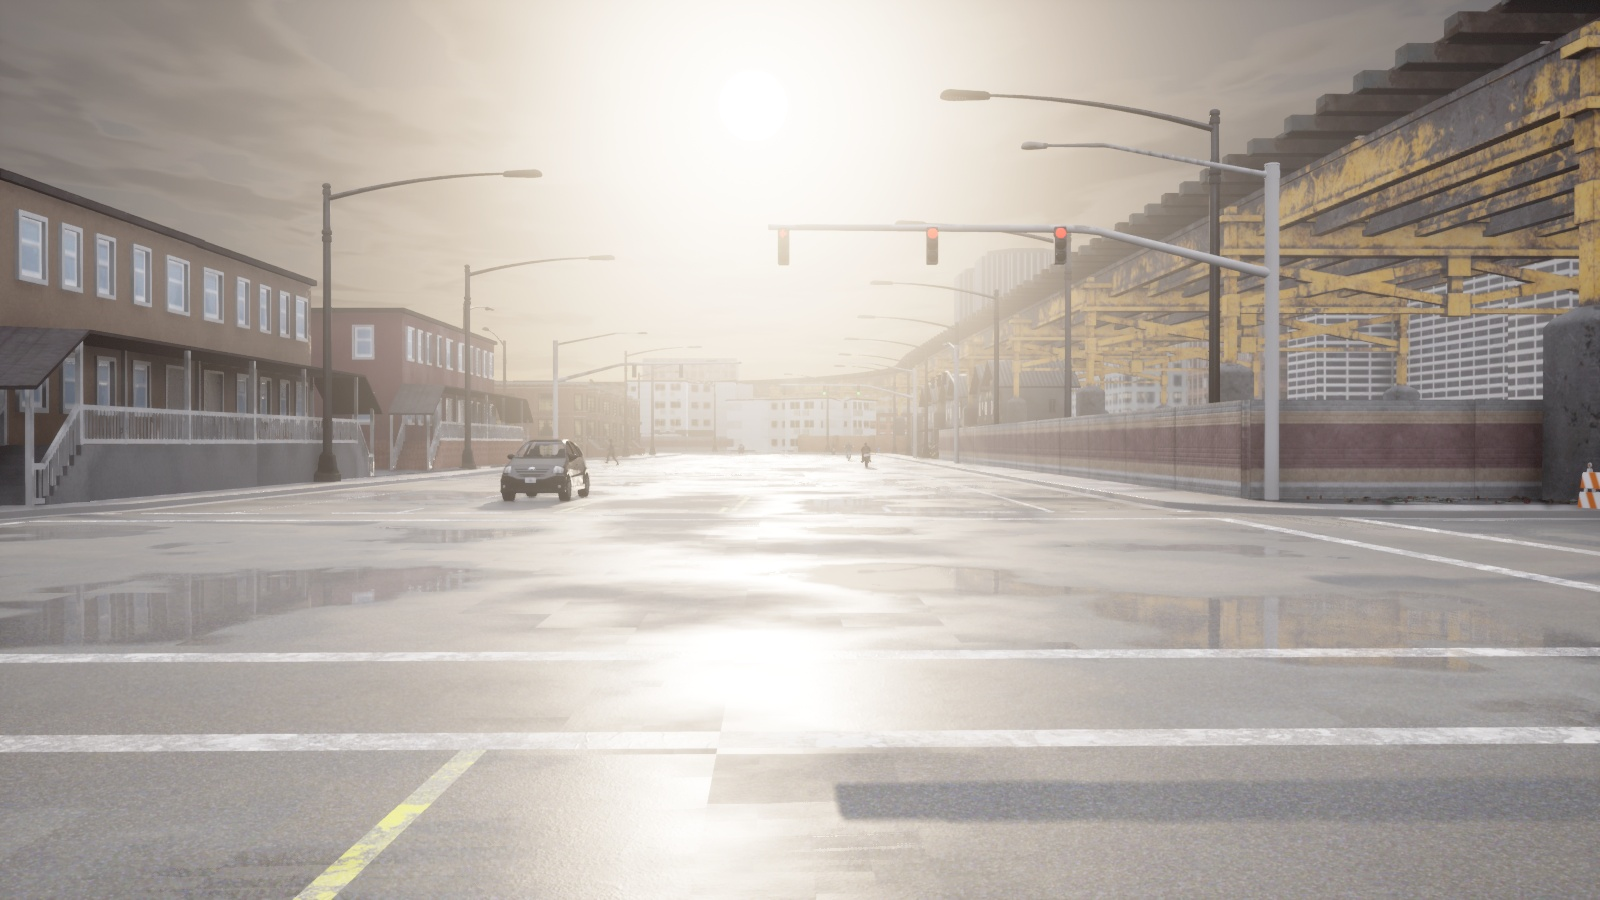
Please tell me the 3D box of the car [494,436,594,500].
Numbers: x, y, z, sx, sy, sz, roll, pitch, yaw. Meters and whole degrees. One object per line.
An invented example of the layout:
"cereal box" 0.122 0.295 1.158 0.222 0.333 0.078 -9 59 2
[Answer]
"car" -6.792 0.448 33.721 1.851 1.617 3.988 0 0 0
